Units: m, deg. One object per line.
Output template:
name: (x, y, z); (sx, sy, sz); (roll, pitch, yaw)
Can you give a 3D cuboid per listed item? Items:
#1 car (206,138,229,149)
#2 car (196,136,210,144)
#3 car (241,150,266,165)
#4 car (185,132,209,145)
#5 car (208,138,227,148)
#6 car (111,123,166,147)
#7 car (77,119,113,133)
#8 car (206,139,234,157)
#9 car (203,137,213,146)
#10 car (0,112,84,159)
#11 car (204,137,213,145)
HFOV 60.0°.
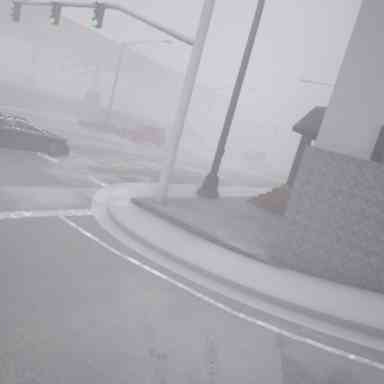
car: (6.458, -12.289, 84.143); (4.974, 1.542, 2.038); (10, 12, -26)
car: (1.100, -12.268, 75.648); (4.536, 1.218, 1.853); (13, 11, -11)
car: (10.094, -5.743, 54.014); (2.150, 2.045, 5.566); (23, 13, 35)
car: (1.109, -12.107, 75.687); (4.974, 1.542, 2.038); (13, 11, -11)
car: (6.452, -12.446, 84.091); (4.536, 1.218, 1.853); (10, 12, -26)
car: (-5.003, -5.954, 33.875); (2.150, 2.045, 5.566); (23, 13, 35)
car: (-9.260, -6.713, 33.920); (1.895, 1.301, 4.718); (23, 13, 35)
car: (4.784, -6.650, 52.640); (1.882, 1.535, 5.008); (23, 13, 35)
car: (3.853, -12.078, 79.389); (2.038, 1.542, 4.974); (15, 11, -1)
car: (-7.454, -2.446, 13.899); (2.128, 1.511, 4.902); (23, 13, 35)
car: (3.894, -12.237, 79.412); (1.853, 1.218, 4.536); (15, 11, -1)
